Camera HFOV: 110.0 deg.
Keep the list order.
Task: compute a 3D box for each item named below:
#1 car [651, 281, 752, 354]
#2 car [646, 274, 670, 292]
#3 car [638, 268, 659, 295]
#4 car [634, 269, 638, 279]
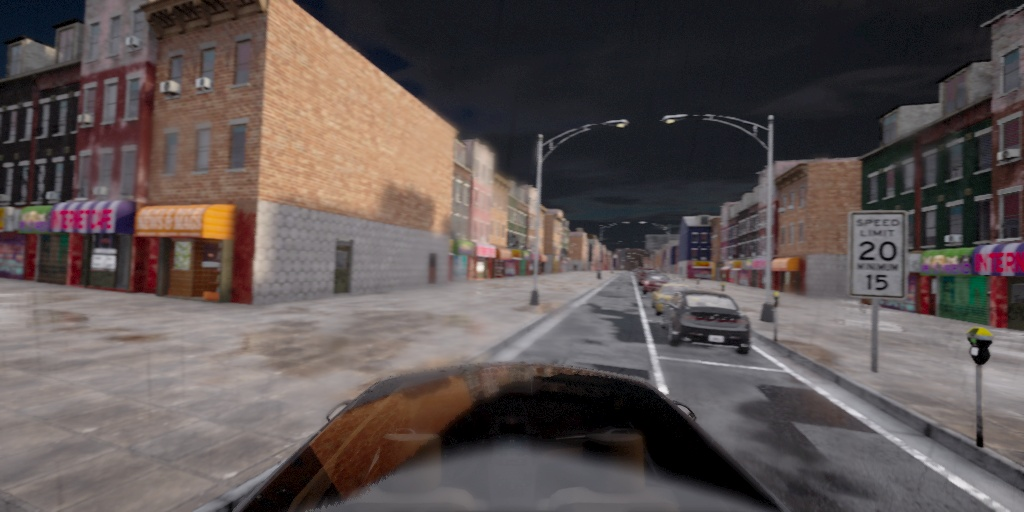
[{"bbox_3d":[5.065,1.605,9.791,2.007,1.370,4.403,0,0,18],"label":"car"},{"bbox_3d":[6.891,1.733,15.340,1.751,1.417,4.829,0,0,18],"label":"car"},{"bbox_3d":[10.385,1.959,25.954,1.967,1.591,4.097,0,0,18],"label":"car"},{"bbox_3d":[13.931,2.153,36.729,2.192,1.841,5.009,0,0,18],"label":"car"}]
